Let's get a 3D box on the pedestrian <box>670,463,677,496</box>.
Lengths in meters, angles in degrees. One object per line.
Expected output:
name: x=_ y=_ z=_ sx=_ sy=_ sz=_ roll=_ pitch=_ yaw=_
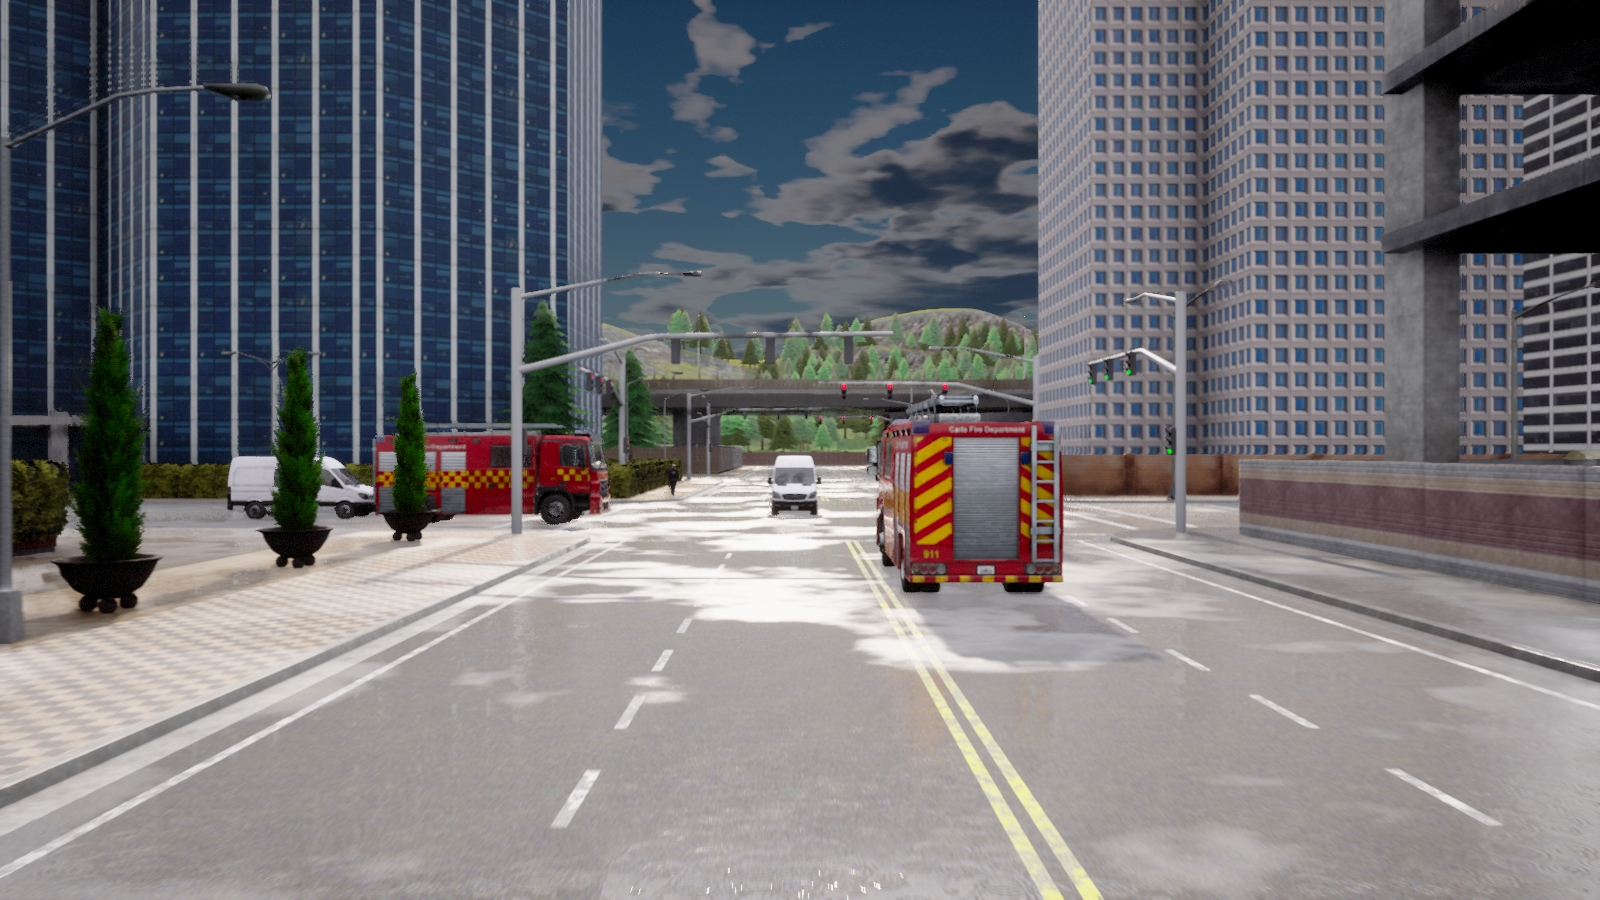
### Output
pedestrian: x=-7.275 y=1.705 z=65.839 sx=0.375 sy=1.860 sz=0.375 roll=0 pitch=0 yaw=-3

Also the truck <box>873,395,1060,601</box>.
truck: x=3.371 y=0.895 z=25.468 sx=2.891 sy=3.827 sz=8.468 roll=0 pitch=0 yaw=0

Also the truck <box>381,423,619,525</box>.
truck: x=-11.488 y=0.898 z=44.309 sx=8.468 sy=3.827 sz=2.891 roll=0 pitch=0 yaw=-1

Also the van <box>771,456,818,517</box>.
van: x=-0.247 y=1.542 z=50.789 sx=1.988 sy=2.561 sz=5.915 roll=0 pitch=0 yaw=0

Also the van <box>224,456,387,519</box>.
van: x=-20.467 y=1.541 z=47.460 sx=5.915 sy=2.561 sz=1.988 roll=0 pitch=0 yaw=0

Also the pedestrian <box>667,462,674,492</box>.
pedestrian: x=-8.048 y=1.706 z=71.128 sx=0.375 sy=1.860 sz=0.375 roll=0 pitch=0 yaw=5
